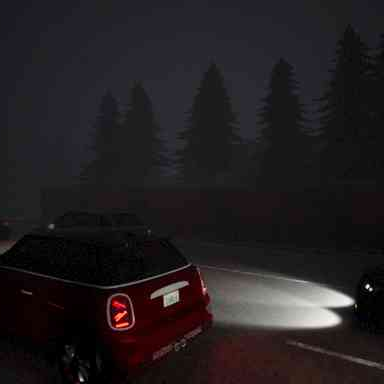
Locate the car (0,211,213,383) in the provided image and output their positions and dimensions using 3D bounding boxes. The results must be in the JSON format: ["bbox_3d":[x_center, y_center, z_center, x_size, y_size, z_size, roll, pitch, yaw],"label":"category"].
[{"bbox_3d":[-1.989,1.352,5.404,4.553,1.767,2.097,0,0,35],"label":"car"}]

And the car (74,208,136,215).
[{"bbox_3d":[-3.408,1.352,10.716,4.553,1.767,2.097,0,0,35],"label":"car"}]

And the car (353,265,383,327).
[{"bbox_3d":[4.726,1.564,4.917,4.181,1.385,1.994,0,0,36],"label":"car"}]
